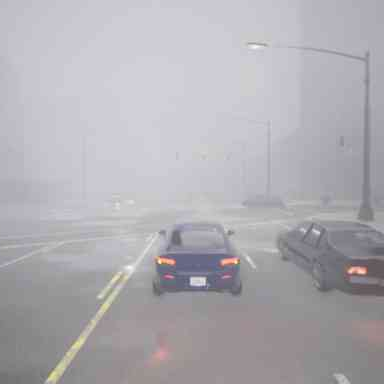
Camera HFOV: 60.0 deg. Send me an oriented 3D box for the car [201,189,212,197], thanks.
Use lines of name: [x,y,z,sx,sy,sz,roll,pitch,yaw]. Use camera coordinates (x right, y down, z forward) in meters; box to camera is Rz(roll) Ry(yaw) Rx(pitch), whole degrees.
car: [3.555,0.498,75.163,2.033,1.411,5.357,0,0,0]

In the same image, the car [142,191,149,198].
car: [-10.448,0.438,71.971,1.882,1.535,5.008,0,0,0]

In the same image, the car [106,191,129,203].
car: [-10.534,0.709,46.301,1.812,1.442,4.674,0,1,0]

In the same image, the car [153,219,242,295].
car: [0.117,1.403,8.271,1.812,1.442,4.674,0,1,0]

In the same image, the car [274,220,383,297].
car: [3.617,1.427,8.535,2.033,1.411,5.357,0,1,0]

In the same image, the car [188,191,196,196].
car: [0.062,0.403,85.614,1.895,1.301,4.718,0,0,0]

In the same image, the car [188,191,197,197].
car: [0.055,0.432,75.165,1.882,1.535,5.008,0,0,0]

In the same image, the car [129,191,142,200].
car: [-10.513,0.570,56.740,2.128,1.511,4.902,0,1,0]

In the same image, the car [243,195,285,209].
car: [7.281,0.958,33.929,4.181,1.385,1.994,0,1,17]
